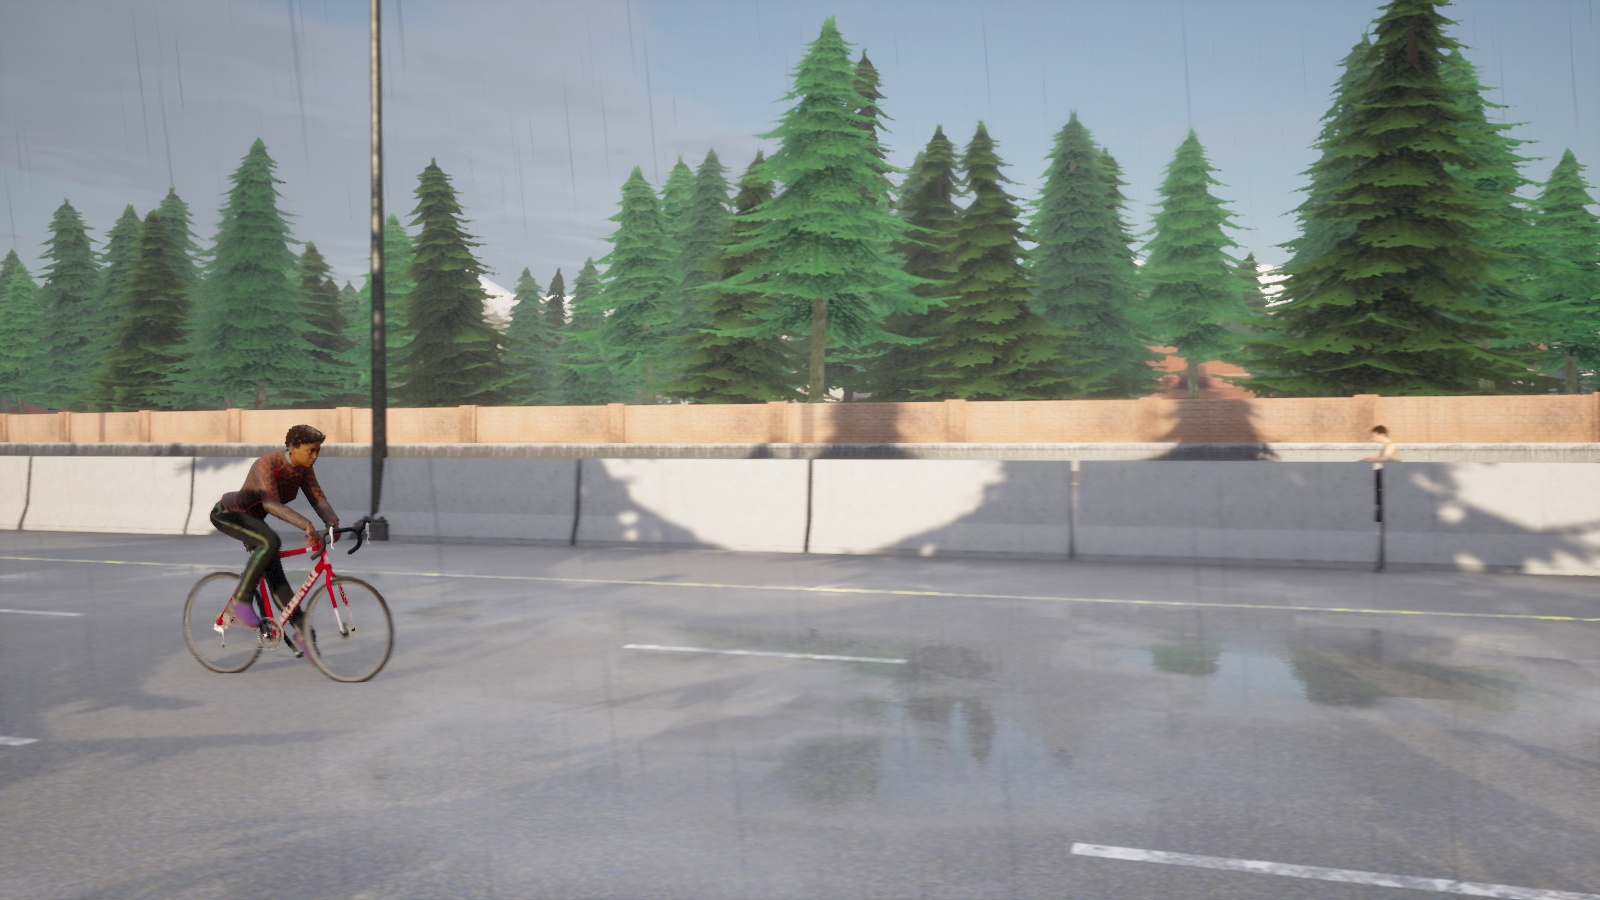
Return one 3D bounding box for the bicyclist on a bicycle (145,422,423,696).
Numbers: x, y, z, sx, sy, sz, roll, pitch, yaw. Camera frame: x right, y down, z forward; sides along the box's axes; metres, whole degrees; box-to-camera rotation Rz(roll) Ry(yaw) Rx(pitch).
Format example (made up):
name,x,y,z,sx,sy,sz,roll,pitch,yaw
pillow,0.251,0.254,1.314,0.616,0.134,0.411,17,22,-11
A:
name,x,y,z,sx,sy,sz,roll,pitch,yaw
bicyclist on a bicycle,-3.285,0.639,7.992,1.656,1.620,0.582,1,1,19
